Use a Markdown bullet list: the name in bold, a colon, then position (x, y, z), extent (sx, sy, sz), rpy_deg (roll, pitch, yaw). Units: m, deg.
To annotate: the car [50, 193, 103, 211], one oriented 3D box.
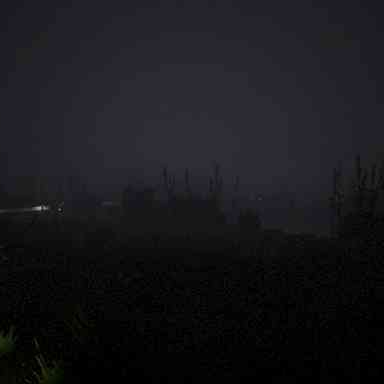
- **car**: position (-10.576, 0.961, 30.403), extent (2.097, 1.767, 4.553), rpy_deg (0, 3, 40)
